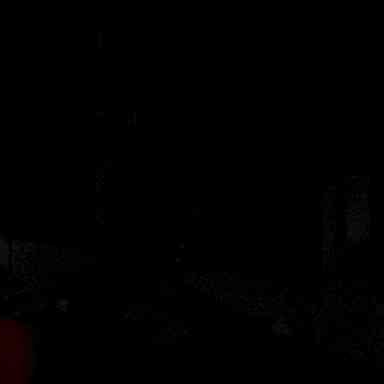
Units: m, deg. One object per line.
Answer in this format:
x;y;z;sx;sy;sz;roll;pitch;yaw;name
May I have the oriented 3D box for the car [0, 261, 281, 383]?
-1.256;1.575;3.975;4.507;1.381;1.887;-1;0;35;car
